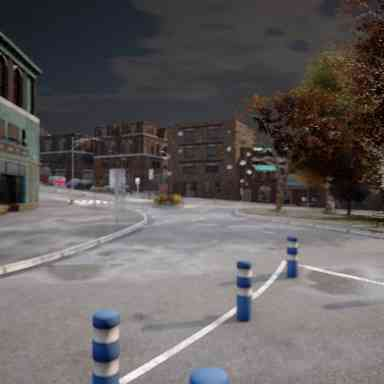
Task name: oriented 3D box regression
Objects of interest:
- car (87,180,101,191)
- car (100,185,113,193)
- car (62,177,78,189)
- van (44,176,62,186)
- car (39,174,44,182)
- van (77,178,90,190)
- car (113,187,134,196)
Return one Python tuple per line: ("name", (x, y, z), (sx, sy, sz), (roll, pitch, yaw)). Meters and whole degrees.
("car", (-17.248, -0.827, 62.797), (1.946, 1.575, 5.366), (6, 2, 8))
("car", (-14.550, -0.493, 61.561), (2.002, 1.452, 4.674), (6, 2, 8))
("car", (-22.552, -1.665, 65.791), (2.435, 2.045, 5.566), (6, 2, 8))
("van", (-27.921, -2.227, 68.551), (1.878, 1.987, 4.442), (6, 2, 8))
("car", (-33.260, -2.845, 71.541), (2.435, 2.045, 5.566), (5, 2, 8))
("van", (-19.866, -1.349, 64.514), (1.878, 1.987, 4.442), (5, 2, 8))
("car", (-11.877, -0.238, 60.129), (2.231, 1.521, 4.892), (5, 2, 8))
